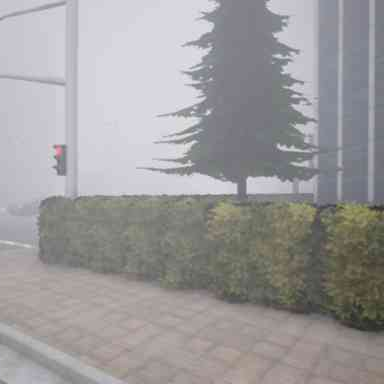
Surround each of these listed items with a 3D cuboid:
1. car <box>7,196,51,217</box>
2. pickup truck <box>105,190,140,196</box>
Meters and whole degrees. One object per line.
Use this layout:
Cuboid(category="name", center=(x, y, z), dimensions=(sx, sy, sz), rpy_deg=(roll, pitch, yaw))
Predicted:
Cuboid(category="car", center=(-13.488, 1.161, 28.897), dimensions=(2.097, 1.767, 4.553), rpy_deg=(0, 0, 35))
Cuboid(category="pickup truck", center=(-11.378, 0.776, 54.523), dimensions=(6.274, 2.098, 2.390), rpy_deg=(0, 0, -24))
